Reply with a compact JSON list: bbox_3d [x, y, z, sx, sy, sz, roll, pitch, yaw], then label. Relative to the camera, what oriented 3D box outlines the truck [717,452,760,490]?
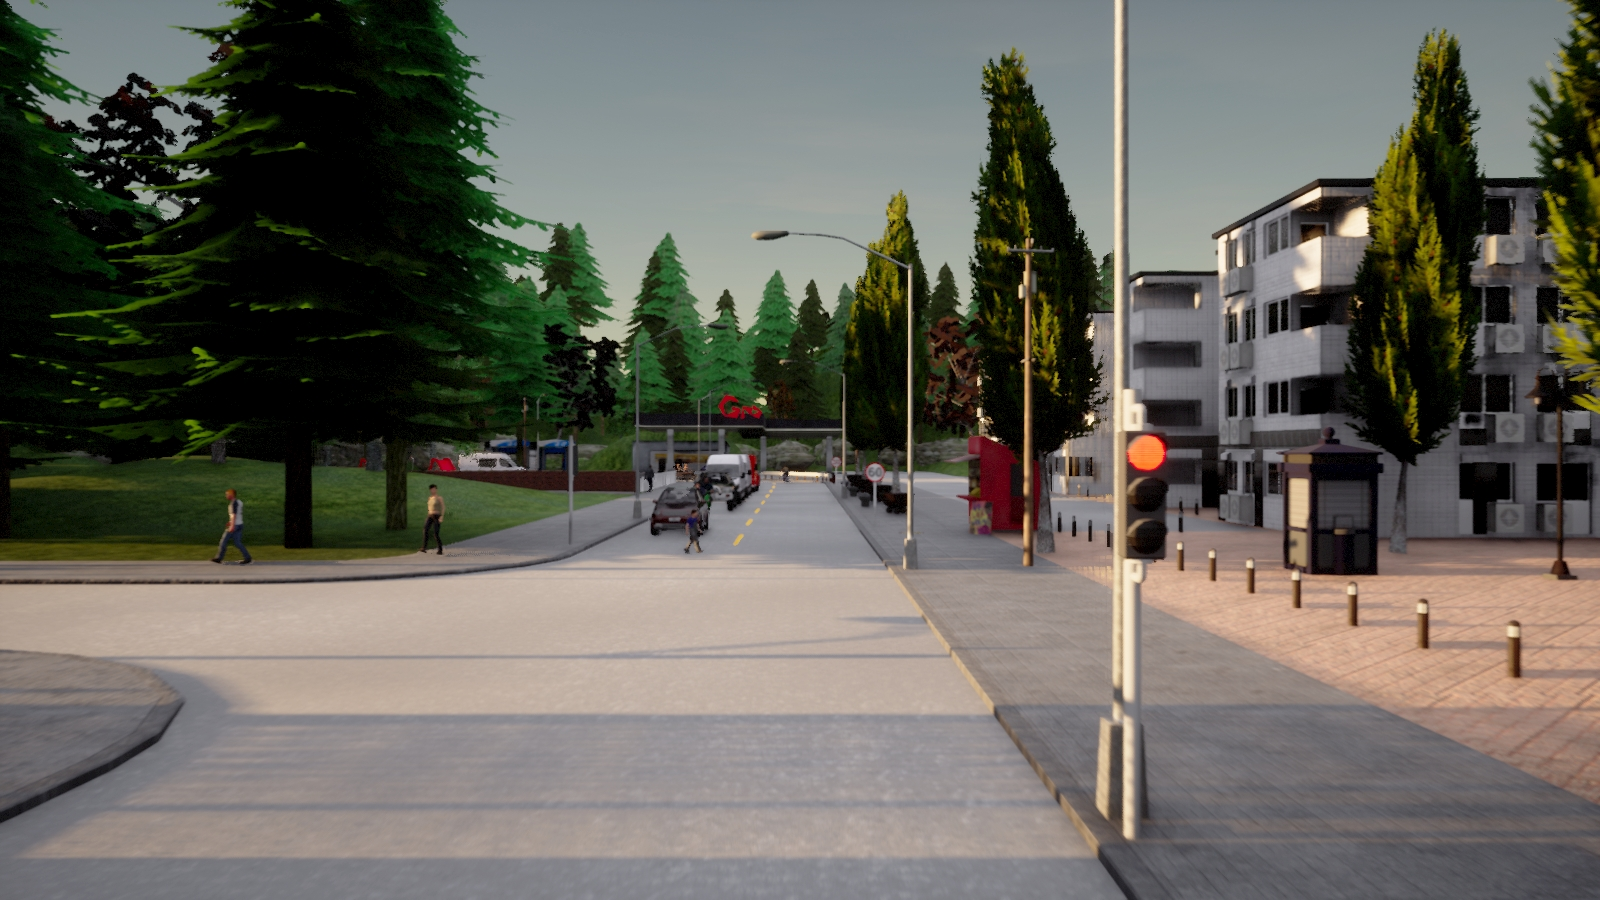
[{"bbox_3d":[-4.022,1.341,75.790,2.627,2.467,5.204,0,0,-1],"label":"truck"}]

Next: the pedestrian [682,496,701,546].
[{"bbox_3d":[-2.912,1.906,30.678,0.375,1.300,0.375,0,0,27],"label":"pedestrian"}]

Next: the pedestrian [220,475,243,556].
[{"bbox_3d":[-13.272,1.522,26.688,0.375,1.860,0.375,0,0,-6],"label":"pedestrian"}]

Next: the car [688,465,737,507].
[{"bbox_3d":[-4.052,1.639,53.625,1.932,1.855,4.605,0,0,0],"label":"car"}]

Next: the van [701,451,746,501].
[{"bbox_3d":[-3.998,1.309,60.692,1.988,2.561,5.915,0,0,0],"label":"van"}]

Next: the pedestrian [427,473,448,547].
[{"bbox_3d":[-9.205,1.523,29.035,0.375,1.860,0.375,0,0,16],"label":"pedestrian"}]

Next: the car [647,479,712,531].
[{"bbox_3d":[-4.005,1.802,38.363,1.789,1.549,3.705,0,0,0],"label":"car"}]

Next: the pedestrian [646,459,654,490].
[{"bbox_3d":[-9.288,1.518,70.658,0.375,1.860,0.375,0,0,20],"label":"pedestrian"}]

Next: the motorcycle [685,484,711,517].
[{"bbox_3d":[-3.993,1.958,44.792,0.856,1.236,1.805,0,0,0],"label":"motorcycle"}]

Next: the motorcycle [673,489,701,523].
[{"bbox_3d":[-4.023,1.990,40.957,0.803,1.145,2.033,0,-1,0],"label":"motorcycle"}]

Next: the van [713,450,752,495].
[{"bbox_3d":[-3.986,1.308,68.386,1.988,2.561,5.915,0,0,0],"label":"van"}]
